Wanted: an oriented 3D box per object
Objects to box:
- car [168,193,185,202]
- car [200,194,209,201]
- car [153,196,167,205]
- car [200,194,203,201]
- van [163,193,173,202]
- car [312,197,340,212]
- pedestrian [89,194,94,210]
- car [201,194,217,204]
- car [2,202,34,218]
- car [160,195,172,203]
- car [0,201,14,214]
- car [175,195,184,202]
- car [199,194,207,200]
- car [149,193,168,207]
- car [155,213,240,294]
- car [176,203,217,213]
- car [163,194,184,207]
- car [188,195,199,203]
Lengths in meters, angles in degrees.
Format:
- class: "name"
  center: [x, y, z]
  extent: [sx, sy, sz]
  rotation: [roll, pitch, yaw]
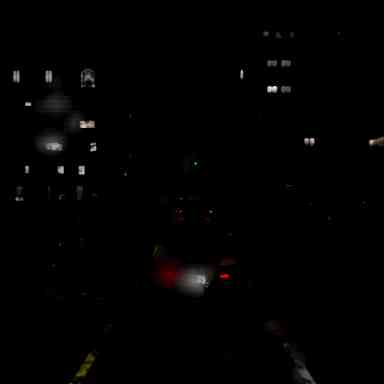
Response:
- class: "car"
  center: [-2.645, 1.195, 59.080]
  extent: [2.097, 1.767, 4.553]
  rotation: [0, 0, 1]
- class: "car"
  center: [2.802, 1.228, 76.740]
  extent: [1.967, 1.590, 4.097]
  rotation: [0, 0, 0]
- class: "car"
  center: [-5.147, 1.401, 54.557]
  extent: [1.887, 1.381, 4.507]
  rotation: [0, 0, 0]
- class: "car"
  center: [2.750, 1.422, 60.085]
  extent: [1.802, 1.307, 4.206]
  rotation: [0, 0, 0]
- class: "van"
  center: [-5.096, 1.147, 71.212]
  extent: [1.690, 1.788, 3.998]
  rotation: [0, 0, 0]
- class: "car"
  center: [15.207, 1.259, 34.074]
  extent: [5.357, 1.411, 2.033]
  rotation: [-1, 0, 1]
- class: "pedestrian"
  center: [-12.030, 1.187, 39.776]
  extent: [0.375, 1.860, 0.375]
  rotation: [0, 1, 1]
- class: "car"
  center: [2.716, 1.439, 48.981]
  extent: [1.947, 1.339, 4.313]
  rotation: [0, 0, 0]
- class: "car"
  center: [-17.330, 1.681, 31.471]
  extent: [4.181, 1.385, 1.994]
  rotation: [-1, 0, 0]
- class: "car"
  center: [-5.113, 1.368, 65.661]
  extent: [1.887, 1.381, 4.507]
  rotation: [0, 0, 0]
- class: "car"
  center: [-22.350, 1.757, 36.938]
  extent: [4.206, 1.307, 1.802]
  rotation: [-1, 1, 1]
- class: "car"
  center: [-2.539, 1.337, 69.338]
  extent: [1.812, 1.442, 4.674]
  rotation: [0, 0, 0]
- class: "car"
  center: [2.835, 1.303, 87.845]
  extent: [2.008, 1.369, 4.403]
  rotation: [0, 0, 0]
- class: "car"
  center: [-5.164, 1.188, 49.004]
  extent: [2.192, 1.841, 5.009]
  rotation: [0, 0, 0]
- class: "car"
  center: [0.129, 1.505, 8.634]
  extent: [1.812, 1.442, 4.674]
  rotation: [0, 0, 0]
- class: "car"
  center: [0.217, 1.518, 18.778]
  extent: [1.994, 1.385, 4.181]
  rotation: [0, 0, 2]
- class: "car"
  center: [-2.656, 1.378, 48.856]
  extent: [1.837, 1.490, 4.892]
  rotation: [0, 0, 2]
- class: "car"
  center: [0.304, 1.296, 66.828]
  extent: [1.882, 1.535, 5.008]
  rotation: [0, 0, 0]
